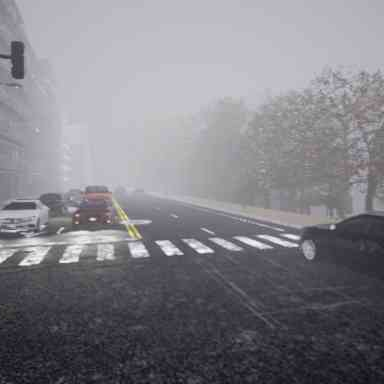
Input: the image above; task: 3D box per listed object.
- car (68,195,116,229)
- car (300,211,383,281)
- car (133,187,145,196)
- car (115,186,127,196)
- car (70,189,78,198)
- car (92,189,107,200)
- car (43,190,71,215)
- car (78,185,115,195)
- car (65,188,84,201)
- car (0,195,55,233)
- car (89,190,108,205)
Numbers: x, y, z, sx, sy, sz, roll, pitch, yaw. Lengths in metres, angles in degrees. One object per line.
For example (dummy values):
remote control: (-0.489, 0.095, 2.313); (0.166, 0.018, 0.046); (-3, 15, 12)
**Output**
car: (-5.176, 1.065, 17.657); (1.994, 1.385, 4.181); (-1, 2, -14)
car: (4.447, 1.172, 7.620); (1.882, 1.535, 5.008); (-1, 2, -15)
car: (-9.383, -0.106, 58.688); (2.128, 1.511, 4.902); (-1, 2, -15)
car: (-12.487, -0.188, 57.706); (2.097, 1.767, 4.553); (-1, 2, -15)
car: (-13.119, 0.703, 34.720); (1.895, 1.301, 4.718); (-1, 2, -15)
car: (-12.803, 0.344, 46.235); (1.994, 1.385, 4.181); (-1, 2, -14)
car: (-10.546, 0.823, 25.091); (1.882, 1.535, 5.008); (-1, 2, -15)
car: (-7.613, 0.494, 26.680); (2.150, 2.045, 5.566); (-1, 2, -15)
car: (-15.769, 0.327, 44.764); (1.882, 1.535, 5.008); (-1, 2, -14)
car: (-8.164, 1.096, 16.221); (1.812, 1.442, 4.674); (-1, 2, -15)
car: (-10.228, 0.551, 36.476); (1.812, 1.442, 4.674); (-1, 2, -15)
